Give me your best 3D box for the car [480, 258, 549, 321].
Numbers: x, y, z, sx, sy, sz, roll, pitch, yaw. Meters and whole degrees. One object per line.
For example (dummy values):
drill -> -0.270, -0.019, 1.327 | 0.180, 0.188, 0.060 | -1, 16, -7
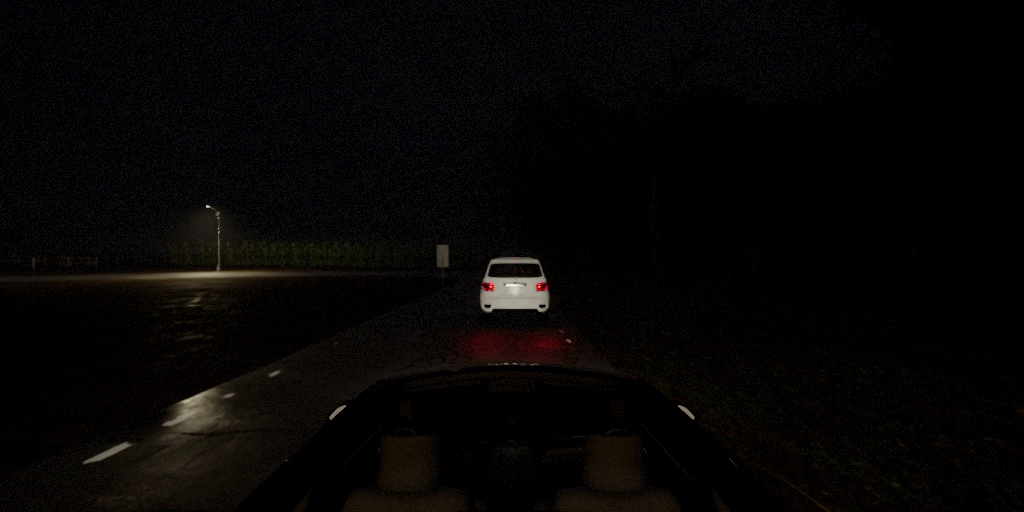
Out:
car -> 0.088, 1.081, 13.115 | 2.150, 2.045, 5.566 | 0, 0, 0
